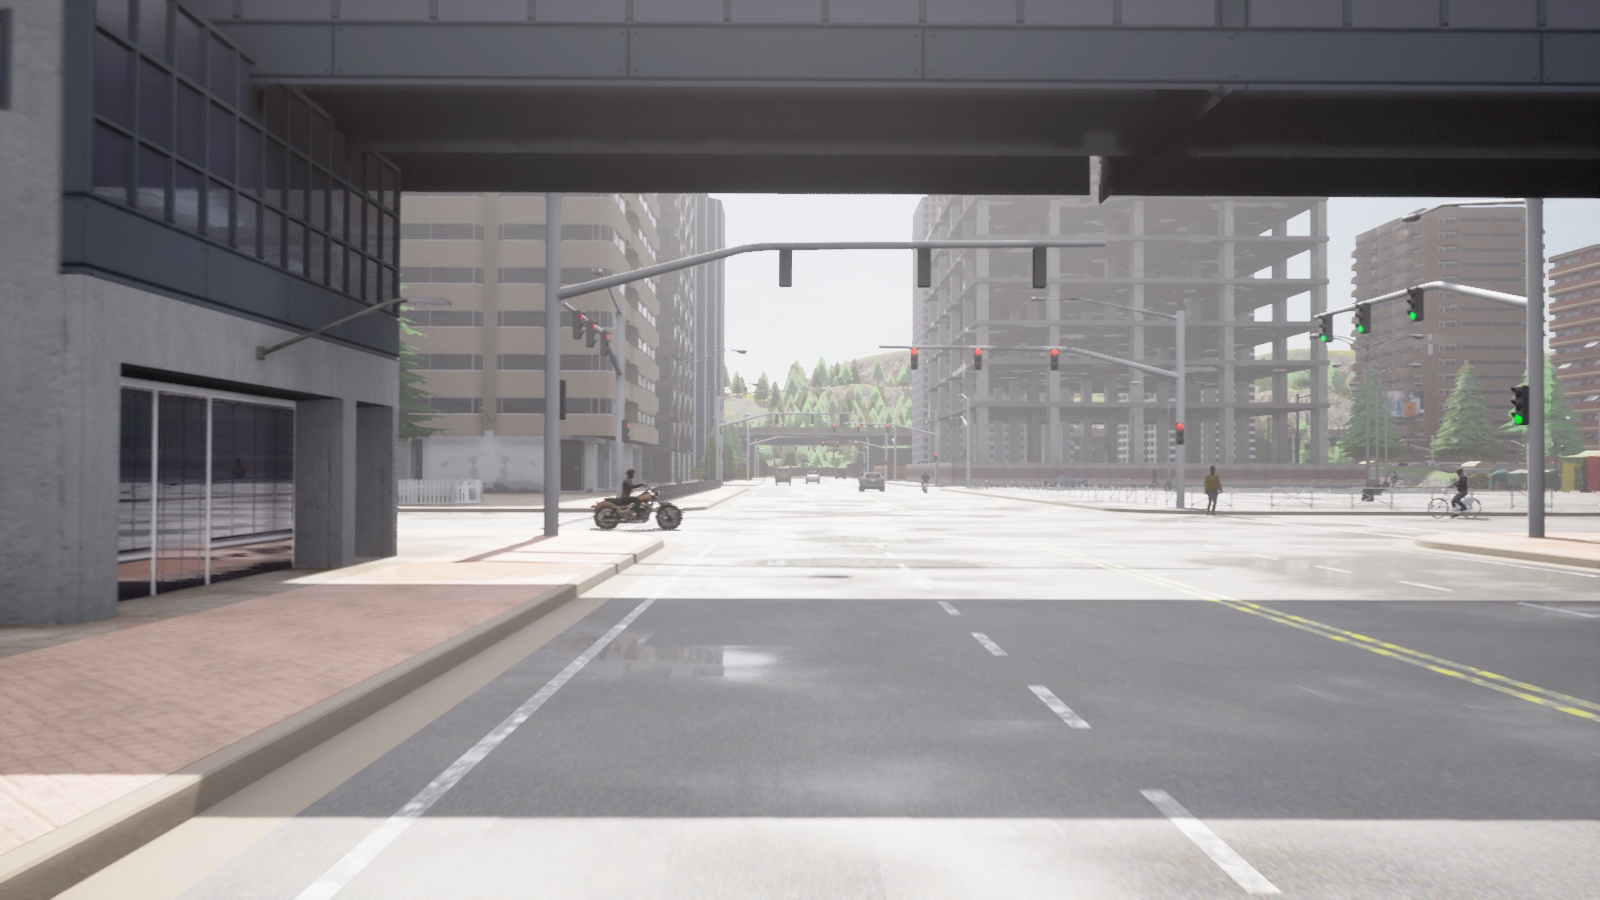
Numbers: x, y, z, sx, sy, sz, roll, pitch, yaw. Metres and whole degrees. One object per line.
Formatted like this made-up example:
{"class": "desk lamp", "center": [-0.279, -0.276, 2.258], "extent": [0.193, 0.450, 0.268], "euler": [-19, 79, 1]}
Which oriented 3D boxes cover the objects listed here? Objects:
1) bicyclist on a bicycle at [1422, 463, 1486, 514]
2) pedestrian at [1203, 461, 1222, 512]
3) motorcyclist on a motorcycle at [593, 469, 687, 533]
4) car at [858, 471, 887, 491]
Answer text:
{"class": "bicyclist on a bicycle", "center": [22.706, 1.325, 43.616], "extent": [1.843, 1.776, 0.659], "euler": [0, -1, 0]}
{"class": "pedestrian", "center": [14.803, 1.309, 45.081], "extent": [0.431, 1.840, 0.709], "euler": [0, -1, 2]}
{"class": "motorcyclist on a motorcycle", "center": [-4.172, 1.331, 32.834], "extent": [2.350, 1.649, 0.766], "euler": [0, -1, -1]}
{"class": "car", "center": [5.578, 2.385, 97.218], "extent": [1.970, 1.475, 3.806], "euler": [0, -1, 0]}
